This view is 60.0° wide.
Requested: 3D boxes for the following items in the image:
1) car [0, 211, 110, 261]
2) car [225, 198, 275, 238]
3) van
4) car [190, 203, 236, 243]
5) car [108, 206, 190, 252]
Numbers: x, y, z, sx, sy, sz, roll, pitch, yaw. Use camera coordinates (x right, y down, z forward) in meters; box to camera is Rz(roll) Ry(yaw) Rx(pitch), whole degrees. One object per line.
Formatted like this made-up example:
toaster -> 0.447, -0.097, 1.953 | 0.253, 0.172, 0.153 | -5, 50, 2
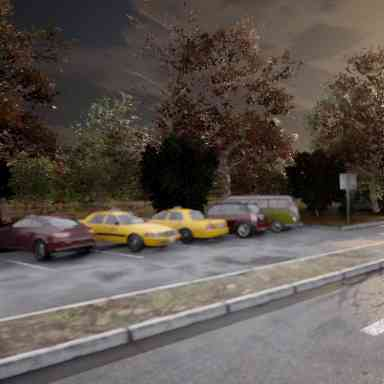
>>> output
car -> -5.504, 1.531, 12.267 | 4.674, 1.452, 2.002 | -1, 0, 34
car -> 1.661, 1.334, 17.537 | 4.553, 1.767, 2.185 | -1, 0, 33
van -> 4.090, 1.222, 19.287 | 4.442, 1.987, 1.878 | -1, -1, 33
car -> -0.890, 1.470, 15.882 | 5.366, 1.575, 1.946 | -1, 0, 34
car -> -2.959, 1.475, 13.920 | 5.366, 1.575, 1.946 | -1, -1, 34
